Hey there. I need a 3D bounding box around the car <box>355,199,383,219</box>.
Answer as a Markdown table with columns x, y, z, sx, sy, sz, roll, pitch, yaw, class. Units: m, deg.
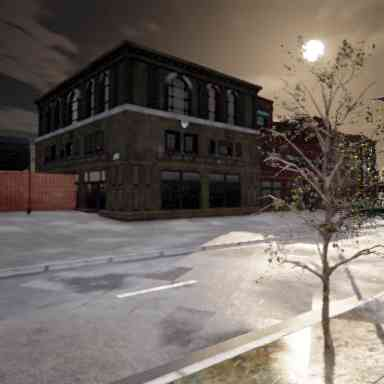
| x | y | z | sx | sy | sz | roll | pitch | yaw | class |
| --- | --- | --- | --- | --- | --- | --- | --- | --- | --- |
| 19.167 | 1.733 | 32.936 | 2.435 | 2.045 | 5.566 | 2 | -2 | -43 | car |
